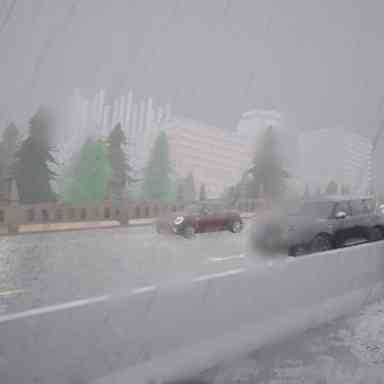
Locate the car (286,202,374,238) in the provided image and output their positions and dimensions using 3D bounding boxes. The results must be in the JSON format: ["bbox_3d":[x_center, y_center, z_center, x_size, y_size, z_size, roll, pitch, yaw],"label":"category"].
[{"bbox_3d":[7.505,1.407,17.937,4.902,1.511,2.128,0,0,-35],"label":"car"}]

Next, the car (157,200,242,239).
[{"bbox_3d":[0.451,1.305,17.208,4.553,1.767,2.097,0,0,-36],"label":"car"}]

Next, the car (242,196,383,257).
[{"bbox_3d":[4.602,1.172,11.571,5.566,2.045,2.150,-1,0,-35],"label":"car"}]
